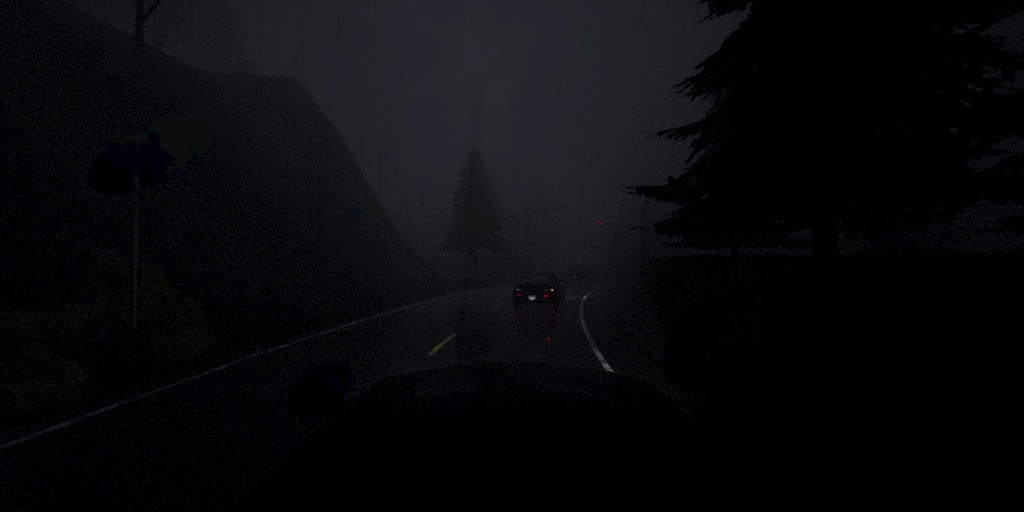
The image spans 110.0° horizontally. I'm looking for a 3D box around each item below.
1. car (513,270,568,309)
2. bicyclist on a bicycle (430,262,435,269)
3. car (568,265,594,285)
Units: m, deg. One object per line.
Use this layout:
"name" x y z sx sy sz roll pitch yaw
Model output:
"car" 1.265 1.407 15.656 1.812 1.442 4.674 0 0 13
"bicyclist on a bicycle" -11.009 1.620 49.627 0.582 1.620 1.656 0 0 17
"car" 5.665 1.501 29.899 1.882 1.535 5.008 0 0 20
